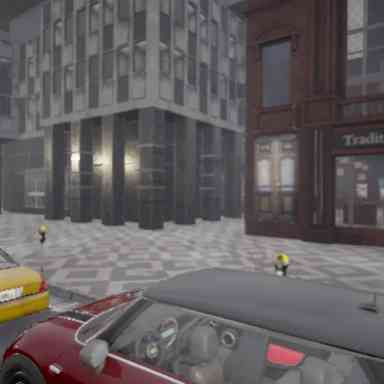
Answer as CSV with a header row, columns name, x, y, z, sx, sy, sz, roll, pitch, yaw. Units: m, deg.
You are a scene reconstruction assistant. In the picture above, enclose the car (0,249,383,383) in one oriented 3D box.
name,x,y,z,sx,sy,sz,roll,pitch,yaw
car,0.103,1.431,2.887,4.097,1.590,1.967,0,0,35
